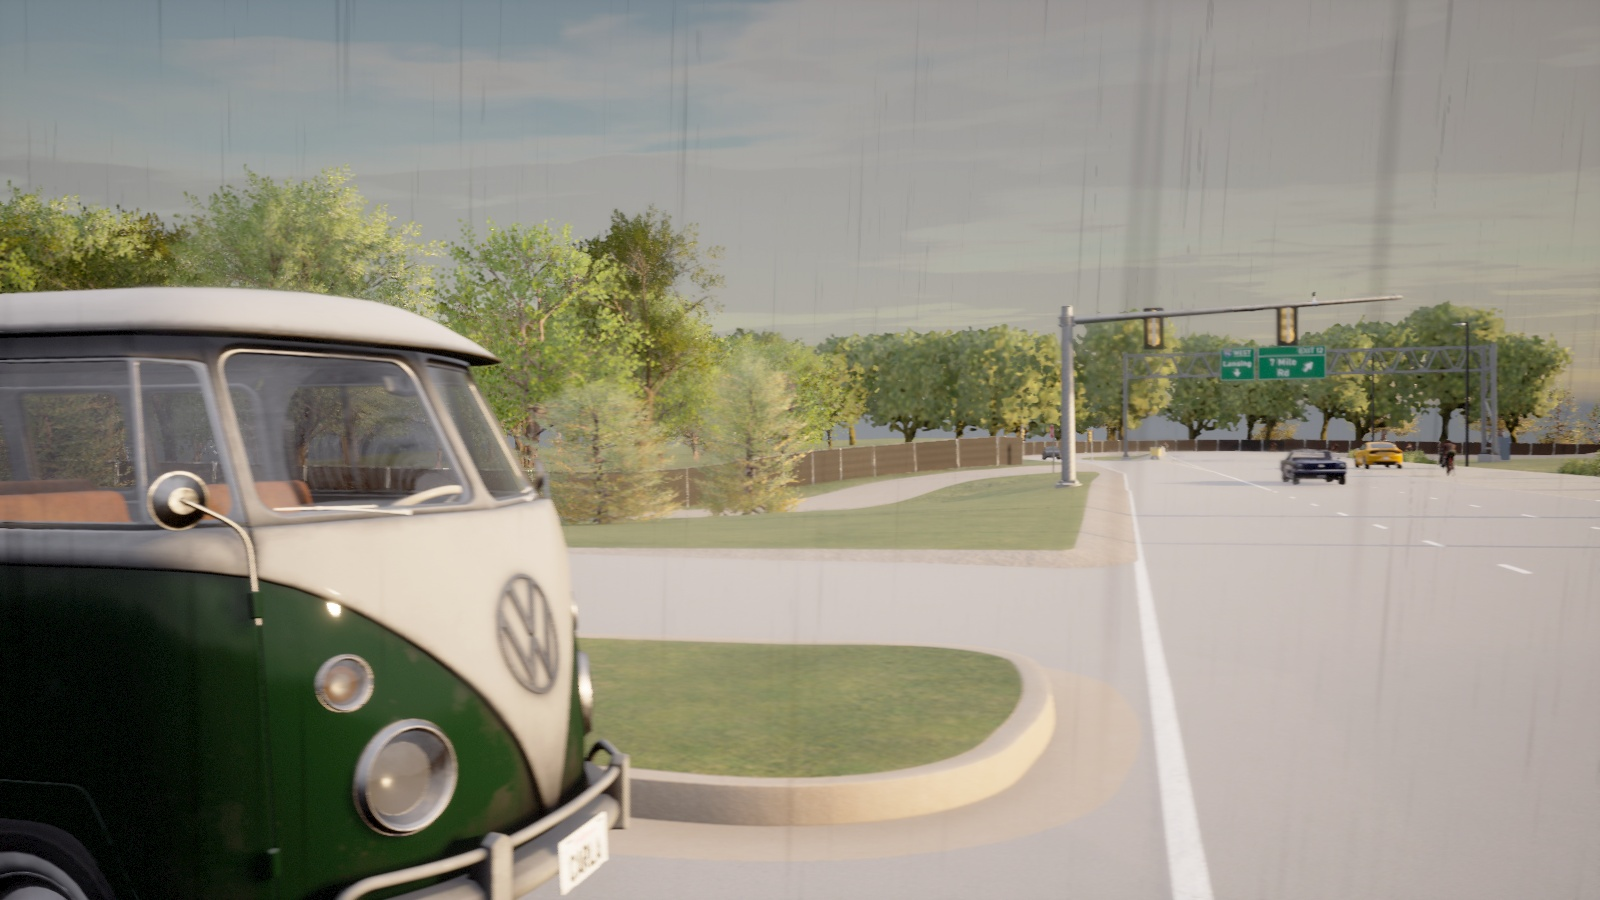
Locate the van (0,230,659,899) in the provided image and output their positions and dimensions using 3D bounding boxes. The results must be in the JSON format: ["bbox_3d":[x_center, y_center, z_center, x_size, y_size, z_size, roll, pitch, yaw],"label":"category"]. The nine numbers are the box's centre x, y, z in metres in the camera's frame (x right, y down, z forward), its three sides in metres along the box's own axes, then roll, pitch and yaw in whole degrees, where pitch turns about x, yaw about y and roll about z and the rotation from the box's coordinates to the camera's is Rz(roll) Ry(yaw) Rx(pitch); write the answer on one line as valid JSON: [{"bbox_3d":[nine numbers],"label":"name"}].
[{"bbox_3d":[-2.859,0.515,4.021,4.442,1.987,1.775,0,1,14],"label":"van"}]

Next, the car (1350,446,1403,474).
[{"bbox_3d":[32.825,0.532,71.570,1.882,1.535,5.008,0,0,14],"label":"car"}]

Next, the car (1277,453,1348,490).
[{"bbox_3d":[19.561,0.786,48.063,1.895,1.301,4.718,0,0,14],"label":"car"}]
